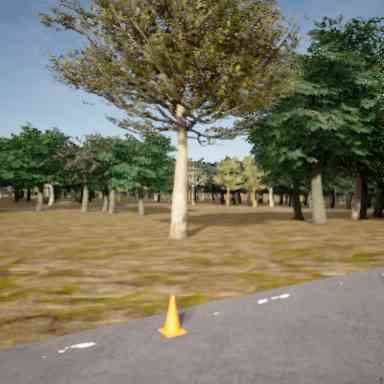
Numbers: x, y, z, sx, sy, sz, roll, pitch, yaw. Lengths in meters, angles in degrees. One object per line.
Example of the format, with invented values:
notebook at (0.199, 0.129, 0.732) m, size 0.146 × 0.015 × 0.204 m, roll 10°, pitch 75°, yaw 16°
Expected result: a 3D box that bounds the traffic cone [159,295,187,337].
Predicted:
traffic cone at (-0.310, 1.968, 5.386) m, size 0.340 × 0.580 × 0.340 m, roll 0°, pitch 0°, yaw -34°
